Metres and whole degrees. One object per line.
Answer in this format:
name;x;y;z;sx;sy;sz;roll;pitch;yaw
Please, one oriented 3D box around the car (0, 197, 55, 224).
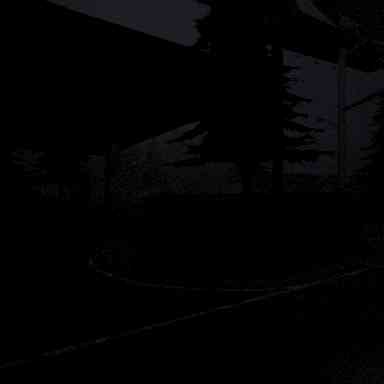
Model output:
car;-11.923;1.313;23.512;3.866;1.878;1.905;0;0;-36
